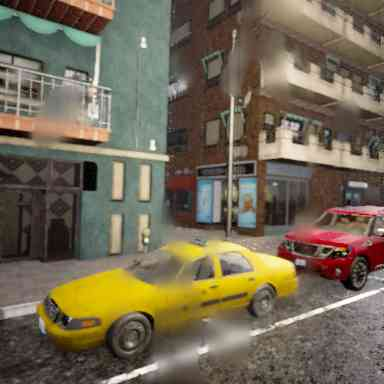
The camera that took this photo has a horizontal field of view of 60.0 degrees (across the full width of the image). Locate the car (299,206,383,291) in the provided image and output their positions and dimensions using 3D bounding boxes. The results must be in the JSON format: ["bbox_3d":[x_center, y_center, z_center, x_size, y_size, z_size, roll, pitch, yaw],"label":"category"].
[{"bbox_3d":[4.655,1.364,9.378,5.009,1.841,2.192,0,2,-35],"label":"car"}]

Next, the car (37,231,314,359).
[{"bbox_3d":[-0.101,1.544,5.995,4.829,1.417,1.752,0,2,-35],"label":"car"}]
